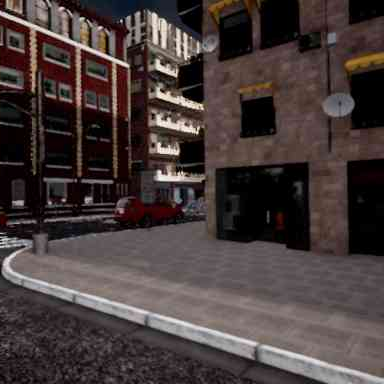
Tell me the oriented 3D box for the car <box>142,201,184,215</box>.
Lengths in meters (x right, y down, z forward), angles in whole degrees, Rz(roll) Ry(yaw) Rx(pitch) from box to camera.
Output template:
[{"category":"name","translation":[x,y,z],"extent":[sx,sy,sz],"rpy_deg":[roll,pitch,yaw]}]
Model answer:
[{"category":"car","translation":[-2.954,1.611,34.677],"extent":[1.947,1.339,4.313],"rpy_deg":[-1,-1,36]}]

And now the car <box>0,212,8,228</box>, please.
[{"category":"car","translation":[-12.256,1.522,17.068],"extent":[1.882,1.535,5.008],"rpy_deg":[-1,0,36]}]

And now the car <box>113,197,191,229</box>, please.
[{"category":"car","translation":[-2.607,1.212,20.778],"extent":[2.192,1.841,5.009],"rpy_deg":[-1,-1,36]}]

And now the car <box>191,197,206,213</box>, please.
[{"category":"car","translation":[1.330,1.342,36.045],"extent":[2.097,1.767,4.553],"rpy_deg":[-1,-1,36]}]
